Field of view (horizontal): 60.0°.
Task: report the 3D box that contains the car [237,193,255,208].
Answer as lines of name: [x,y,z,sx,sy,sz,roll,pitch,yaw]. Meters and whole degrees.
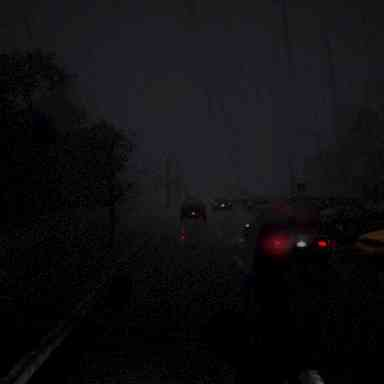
car: [7.897,1.221,34.920,5.366,1.575,1.946,1,1,-20]

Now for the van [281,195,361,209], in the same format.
van: [7.965,1.181,20.015,4.442,1.987,1.878,1,1,-20]

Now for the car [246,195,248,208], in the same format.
car: [8.096,1.294,32.016,4.792,1.488,2.163,1,1,-20]

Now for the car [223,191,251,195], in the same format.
car: [8.099,0.821,49.908,5.566,2.045,2.435,1,0,-20]

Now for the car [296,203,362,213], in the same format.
car: [8.065,1.471,17.085,4.674,1.452,2.002,1,0,-20]

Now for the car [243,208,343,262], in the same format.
car: [3.100,1.522,11.919,2.033,1.411,5.357,0,0,0]

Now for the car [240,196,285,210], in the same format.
car: [8.066,1.231,37.969,4.674,1.452,2.002,1,0,-20]

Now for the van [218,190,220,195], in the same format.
van: [7.964,0.745,64.762,4.442,1.987,1.878,1,1,-20]

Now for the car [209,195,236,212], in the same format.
car: [3.100,1.294,35.251,1.994,1.385,4.181,0,1,0]

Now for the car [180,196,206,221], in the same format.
car: [0.100,1.325,25.997,1.882,1.535,5.008,0,1,0]

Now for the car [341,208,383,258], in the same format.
car: [7.898,1.464,11.044,5.366,1.575,1.946,1,1,-20]

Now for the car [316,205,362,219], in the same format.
car: [8.096,1.485,14.113,4.792,1.488,2.163,1,0,-20]

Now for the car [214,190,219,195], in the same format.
car: [7.898,0.949,67.722,5.366,1.575,1.946,1,1,-20]

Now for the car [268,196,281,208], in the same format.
car: [8.042,1.249,23.043,4.553,1.767,2.185,1,0,-20]

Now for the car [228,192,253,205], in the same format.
car: [8.080,1.101,46.908,4.892,1.521,2.231,1,1,-20]

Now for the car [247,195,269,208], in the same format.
car: [7.896,1.298,28.954,5.366,1.575,1.946,1,1,-20]

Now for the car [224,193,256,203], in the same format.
car: [8.063,1.029,55.860,4.892,1.521,2.231,1,0,-20]

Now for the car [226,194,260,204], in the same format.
car: [8.076,1.049,52.874,5.008,1.535,2.097,1,1,-20]

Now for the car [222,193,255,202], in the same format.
car: [8.244,1.007,58.907,5.366,1.575,1.946,1,0,-20]
